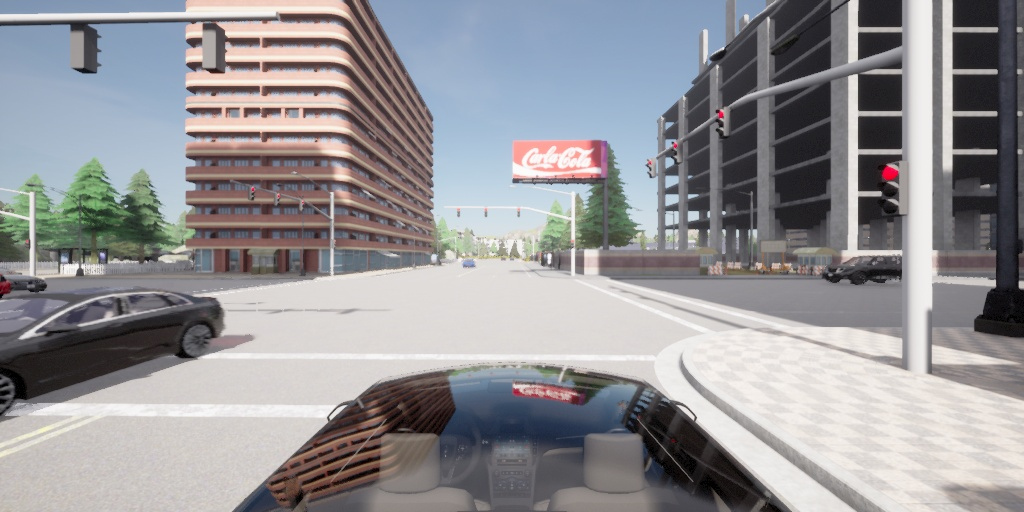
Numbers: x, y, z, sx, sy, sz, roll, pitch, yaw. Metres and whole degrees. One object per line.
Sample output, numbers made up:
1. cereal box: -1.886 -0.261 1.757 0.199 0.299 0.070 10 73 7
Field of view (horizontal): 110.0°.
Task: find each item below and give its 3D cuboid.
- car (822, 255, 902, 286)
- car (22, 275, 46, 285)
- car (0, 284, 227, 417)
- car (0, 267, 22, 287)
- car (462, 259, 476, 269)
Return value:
1. car: 25.018 0.968 25.009 5.566 2.045 2.150 0 0 0
2. car: -26.630 1.274 18.115 4.674 1.442 1.812 0 0 0
3. car: -7.005 1.296 5.578 2.128 1.511 4.902 0 1 0
4. car: -24.272 0.969 14.599 5.566 2.045 2.150 0 0 0
5. car: -6.988 1.269 58.614 1.882 1.535 5.008 0 1 0
